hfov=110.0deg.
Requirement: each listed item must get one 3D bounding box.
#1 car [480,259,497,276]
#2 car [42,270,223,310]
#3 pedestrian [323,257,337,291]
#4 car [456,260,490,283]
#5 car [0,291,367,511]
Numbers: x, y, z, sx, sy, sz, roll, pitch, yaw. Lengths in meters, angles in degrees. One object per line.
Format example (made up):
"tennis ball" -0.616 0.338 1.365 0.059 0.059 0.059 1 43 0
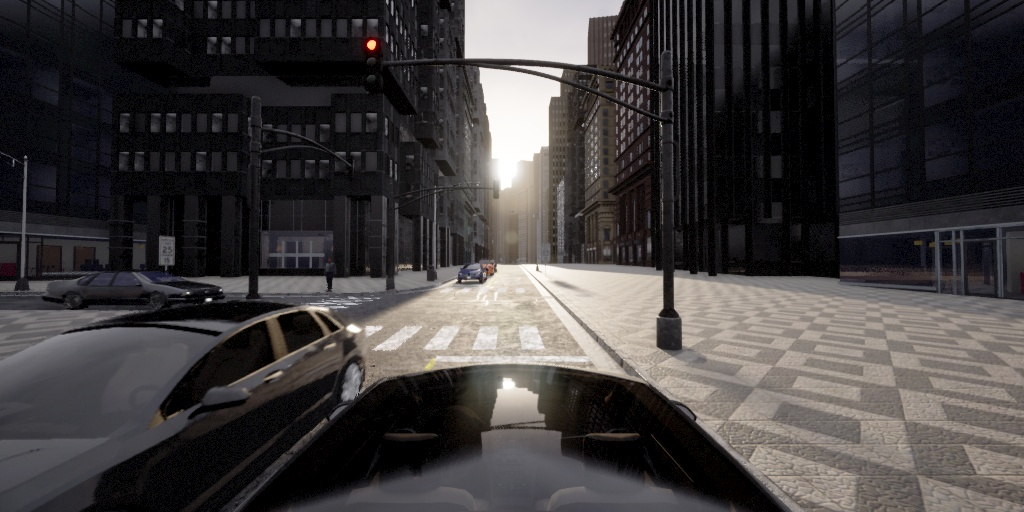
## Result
"car" -3.021 1.138 38.252 2.097 1.767 4.553 0 0 0
"car" -13.941 1.237 13.371 5.357 1.411 2.033 0 -1 1
"pedestrian" -9.969 0.974 19.605 0.375 1.860 0.375 0 -1 0
"car" -3.045 1.289 28.247 1.812 1.442 4.674 0 0 2
"car" -2.941 1.255 3.171 1.837 1.490 4.892 1 0 0
